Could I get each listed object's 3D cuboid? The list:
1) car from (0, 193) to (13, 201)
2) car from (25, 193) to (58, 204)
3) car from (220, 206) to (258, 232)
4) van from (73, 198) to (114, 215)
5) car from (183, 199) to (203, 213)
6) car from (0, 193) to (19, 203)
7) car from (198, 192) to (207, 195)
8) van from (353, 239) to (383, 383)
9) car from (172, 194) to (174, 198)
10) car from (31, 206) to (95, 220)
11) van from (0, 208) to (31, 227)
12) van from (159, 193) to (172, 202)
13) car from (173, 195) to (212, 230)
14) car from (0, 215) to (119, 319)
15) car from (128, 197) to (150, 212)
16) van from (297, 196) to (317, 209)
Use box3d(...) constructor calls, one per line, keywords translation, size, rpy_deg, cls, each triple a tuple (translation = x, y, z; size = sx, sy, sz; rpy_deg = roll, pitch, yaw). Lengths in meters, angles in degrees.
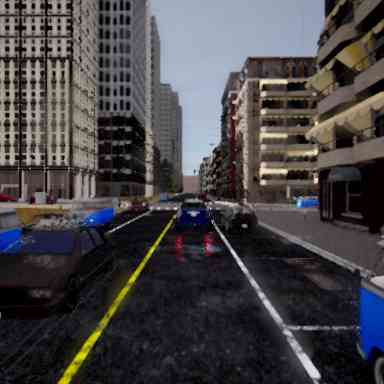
box3d(translation=(-32.372, 0.767, 55.251), size=(4.206, 1.307, 1.802), rpy_deg=(1, -1, 0), cls="car")
box3d(translation=(-21.139, 0.885, 46.902), size=(4.097, 1.590, 1.967), rpy_deg=(1, -1, 0), cls="car")
box3d(translation=(2.686, 1.473, 19.179), size=(2.008, 1.369, 4.403), rpy_deg=(0, 0, 0), cls="car")
box3d(translation=(-5.694, 1.263, 19.177), size=(1.690, 1.788, 3.998), rpy_deg=(0, 0, 0), cls="van")
box3d(translation=(0.094, 1.426, 35.002), size=(1.994, 1.385, 4.181), rpy_deg=(0, 0, 0), cls="car")
box3d(translation=(-26.716, 0.919, 46.885), size=(4.206, 1.307, 1.802), rpy_deg=(1, -1, 0), cls="car")
box3d(translation=(2.675, 1.004, 85.252), size=(2.192, 1.841, 5.009), rpy_deg=(0, 0, 0), cls="car")
box3d(translation=(2.689, 1.331, 2.232), size=(1.690, 1.788, 3.998), rpy_deg=(0, 0, 0), cls="van")
box3d(translation=(-5.705, 1.197, 90.631), size=(1.752, 1.417, 4.829), rpy_deg=(0, 0, 0), cls="car")
box3d(translation=(-5.693, 1.495, 13.529), size=(2.008, 1.369, 4.403), rpy_deg=(0, 0, 0), cls="car")
box3d(translation=(-5.693, 1.308, 7.880), size=(1.690, 1.788, 3.998), rpy_deg=(0, 0, 0), cls="van")
box3d(translation=(-5.702, 1.083, 68.597), size=(1.690, 1.788, 3.998), rpy_deg=(0, 0, 0), cls="van")
box3d(translation=(0.097, 1.269, 20.647), size=(2.097, 1.767, 4.553), rpy_deg=(0, 0, 0), cls="car")
box3d(translation=(-3.104, 1.514, 7.836), size=(2.033, 1.411, 5.357), rpy_deg=(0, 0, 0), cls="car")
box3d(translation=(-5.697, 1.297, 36.123), size=(1.967, 1.590, 4.097), rpy_deg=(0, 0, 0), cls="car")
box3d(translation=(16.922, 1.522, 46.861), size=(3.998, 1.788, 1.690), rpy_deg=(1, -1, 0), cls="van")
